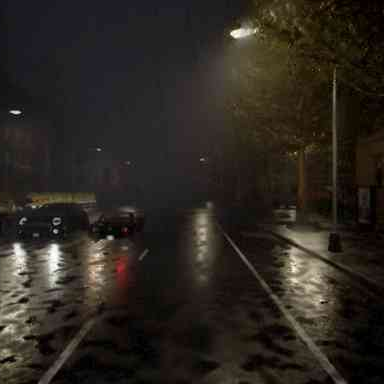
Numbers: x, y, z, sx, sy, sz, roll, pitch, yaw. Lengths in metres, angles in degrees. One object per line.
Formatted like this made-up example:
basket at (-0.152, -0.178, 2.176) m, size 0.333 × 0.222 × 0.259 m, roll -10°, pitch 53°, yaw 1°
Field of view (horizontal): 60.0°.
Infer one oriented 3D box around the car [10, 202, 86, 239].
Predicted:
car at (-6.982, 1.348, 17.201) m, size 2.097 × 1.767 × 4.553 m, roll 0°, pitch 0°, yaw 1°

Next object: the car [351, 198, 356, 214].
car at (19.598, 1.596, 34.447) m, size 4.718 × 1.301 × 1.895 m, roll 0°, pitch 0°, yaw 1°

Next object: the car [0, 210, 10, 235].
car at (-10.504, 1.486, 15.796) m, size 2.128 × 1.511 × 4.902 m, roll 0°, pitch 0°, yaw 0°

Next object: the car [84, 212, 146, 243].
car at (-3.388, 1.597, 16.020) m, size 1.895 × 1.301 × 4.718 m, roll 0°, pitch 0°, yaw 0°
